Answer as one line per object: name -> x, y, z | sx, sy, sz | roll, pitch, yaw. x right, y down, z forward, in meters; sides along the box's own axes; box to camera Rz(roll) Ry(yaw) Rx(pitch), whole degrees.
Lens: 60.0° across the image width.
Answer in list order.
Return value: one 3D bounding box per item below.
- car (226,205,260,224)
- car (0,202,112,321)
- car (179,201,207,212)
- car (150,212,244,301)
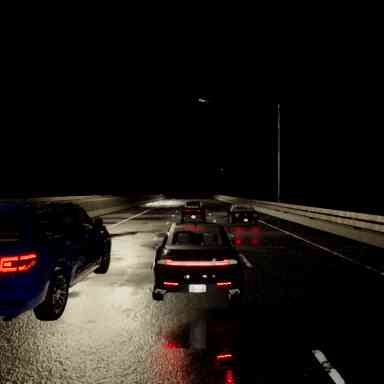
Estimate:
car -> 3.598, 1.593, 24.479 | 1.895, 1.301, 4.718 | 0, 0, 0
car -> -3.396, 1.219, 7.391 | 2.150, 2.045, 5.566 | 0, 0, 0
car -> 0.099, 1.496, 25.944 | 1.837, 1.490, 4.892 | 0, 0, 0
car -> 0.099, 1.489, 8.305 | 2.128, 1.511, 4.902 | 0, 0, 0
